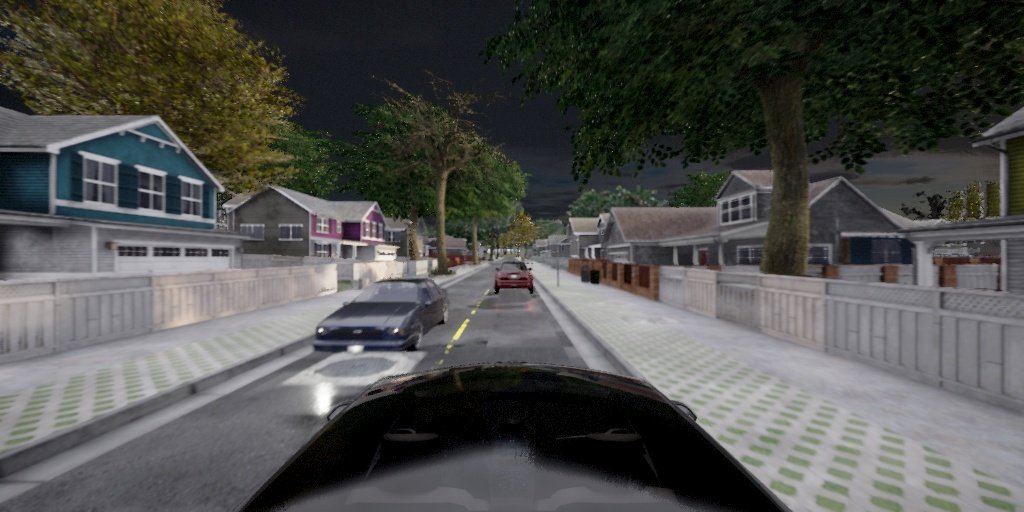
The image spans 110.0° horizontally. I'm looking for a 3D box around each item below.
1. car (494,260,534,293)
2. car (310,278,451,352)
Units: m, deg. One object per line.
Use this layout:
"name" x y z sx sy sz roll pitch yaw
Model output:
"car" 0.106 1.078 20.709 2.097 1.767 4.553 0 0 0
"car" -2.827 1.294 9.164 2.033 1.411 5.357 0 0 0
